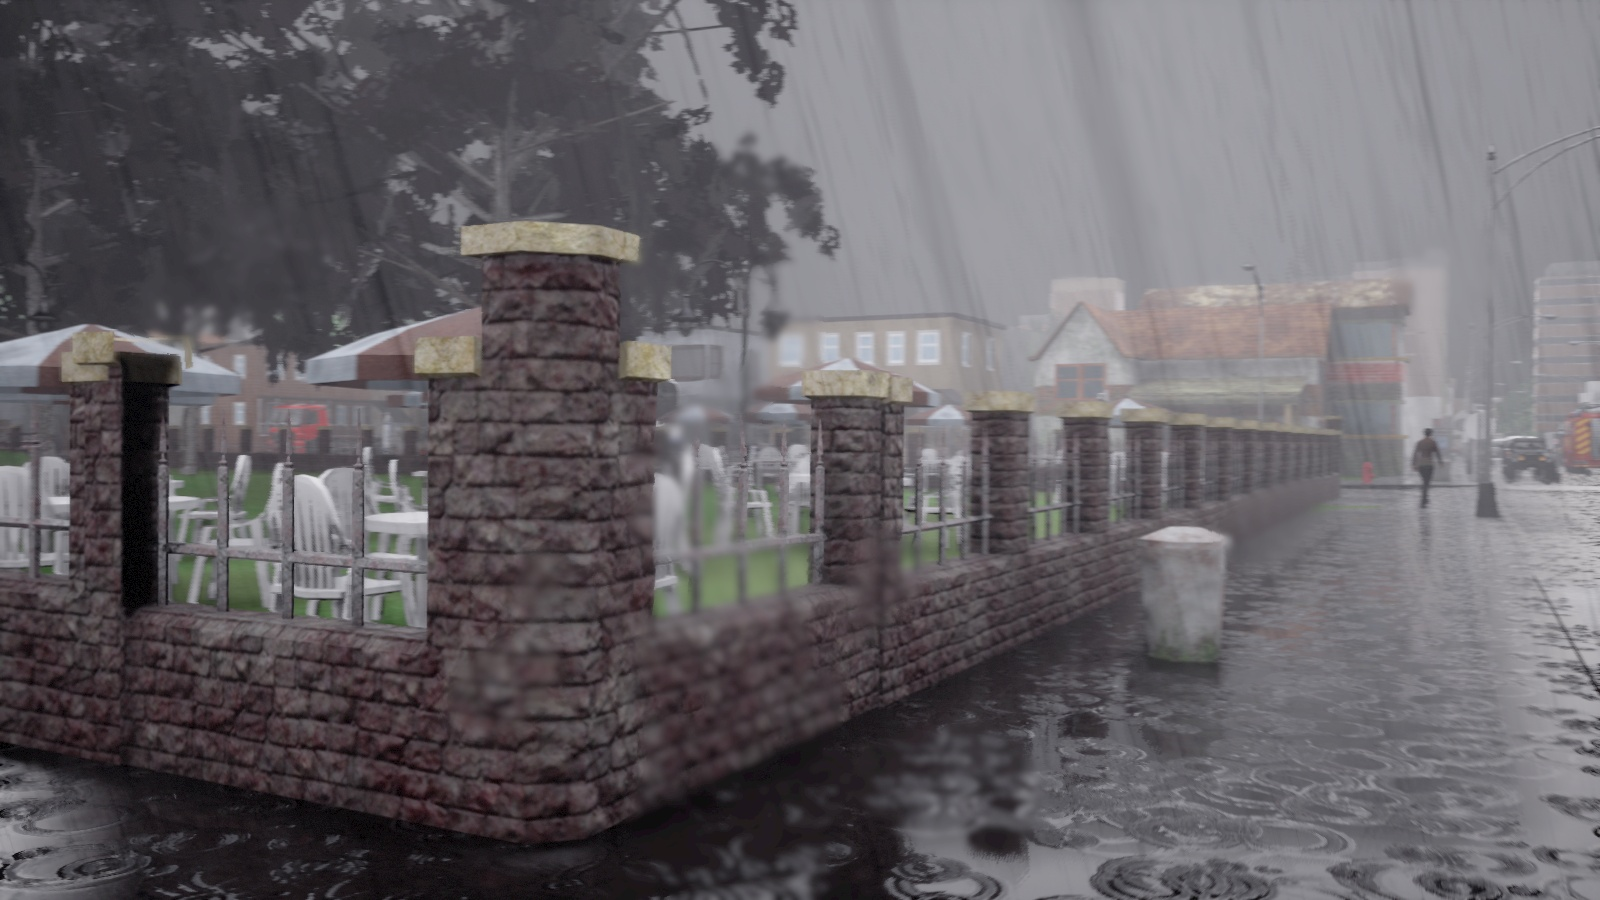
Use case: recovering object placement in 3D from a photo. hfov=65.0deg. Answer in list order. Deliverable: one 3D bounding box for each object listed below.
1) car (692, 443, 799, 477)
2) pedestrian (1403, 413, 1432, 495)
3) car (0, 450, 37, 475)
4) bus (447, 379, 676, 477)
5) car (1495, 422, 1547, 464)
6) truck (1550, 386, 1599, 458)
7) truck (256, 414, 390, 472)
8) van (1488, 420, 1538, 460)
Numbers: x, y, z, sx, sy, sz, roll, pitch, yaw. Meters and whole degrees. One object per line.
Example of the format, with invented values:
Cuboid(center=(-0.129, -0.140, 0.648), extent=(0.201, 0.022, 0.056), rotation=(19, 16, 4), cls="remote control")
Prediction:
Cuboid(center=(-2.361, 0.420, 54.282), extent=(4.181, 1.385, 1.994), rotation=(0, 1, 27), cls="car")
Cuboid(center=(13.951, 0.081, 28.353), extent=(0.328, 1.805, 0.869), rotation=(0, 1, 44), cls="pedestrian")
Cuboid(center=(-50.065, 0.772, 78.865), extent=(4.193, 1.474, 1.816), rotation=(0, 1, 30), cls="car")
Cuboid(center=(-11.243, -0.945, 58.842), extent=(10.273, 4.253, 3.944), rotation=(0, 1, 28), cls="bus")
Cuboid(center=(33.089, -0.337, 57.697), extent=(1.905, 1.878, 3.866), rotation=(0, 1, 27), cls="car")
Cuboid(center=(44.742, -1.569, 71.535), extent=(2.891, 3.827, 8.468), rotation=(0, 1, 27), cls="truck")
Cuboid(center=(-29.852, -0.486, 78.949), extent=(2.891, 3.462, 7.936), rotation=(0, 1, 27), cls="truck")
Cuboid(center=(37.127, -0.530, 65.510), extent=(2.069, 2.038, 4.480), rotation=(0, 1, 27), cls="van")
